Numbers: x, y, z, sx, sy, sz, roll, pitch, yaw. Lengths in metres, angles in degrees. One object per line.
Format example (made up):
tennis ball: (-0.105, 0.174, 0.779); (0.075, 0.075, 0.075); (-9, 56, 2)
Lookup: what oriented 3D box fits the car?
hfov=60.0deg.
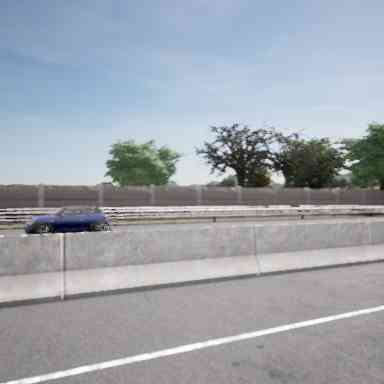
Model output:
car: (-7.090, 1.597, 19.156); (4.553, 1.767, 2.097); (0, -1, -25)
